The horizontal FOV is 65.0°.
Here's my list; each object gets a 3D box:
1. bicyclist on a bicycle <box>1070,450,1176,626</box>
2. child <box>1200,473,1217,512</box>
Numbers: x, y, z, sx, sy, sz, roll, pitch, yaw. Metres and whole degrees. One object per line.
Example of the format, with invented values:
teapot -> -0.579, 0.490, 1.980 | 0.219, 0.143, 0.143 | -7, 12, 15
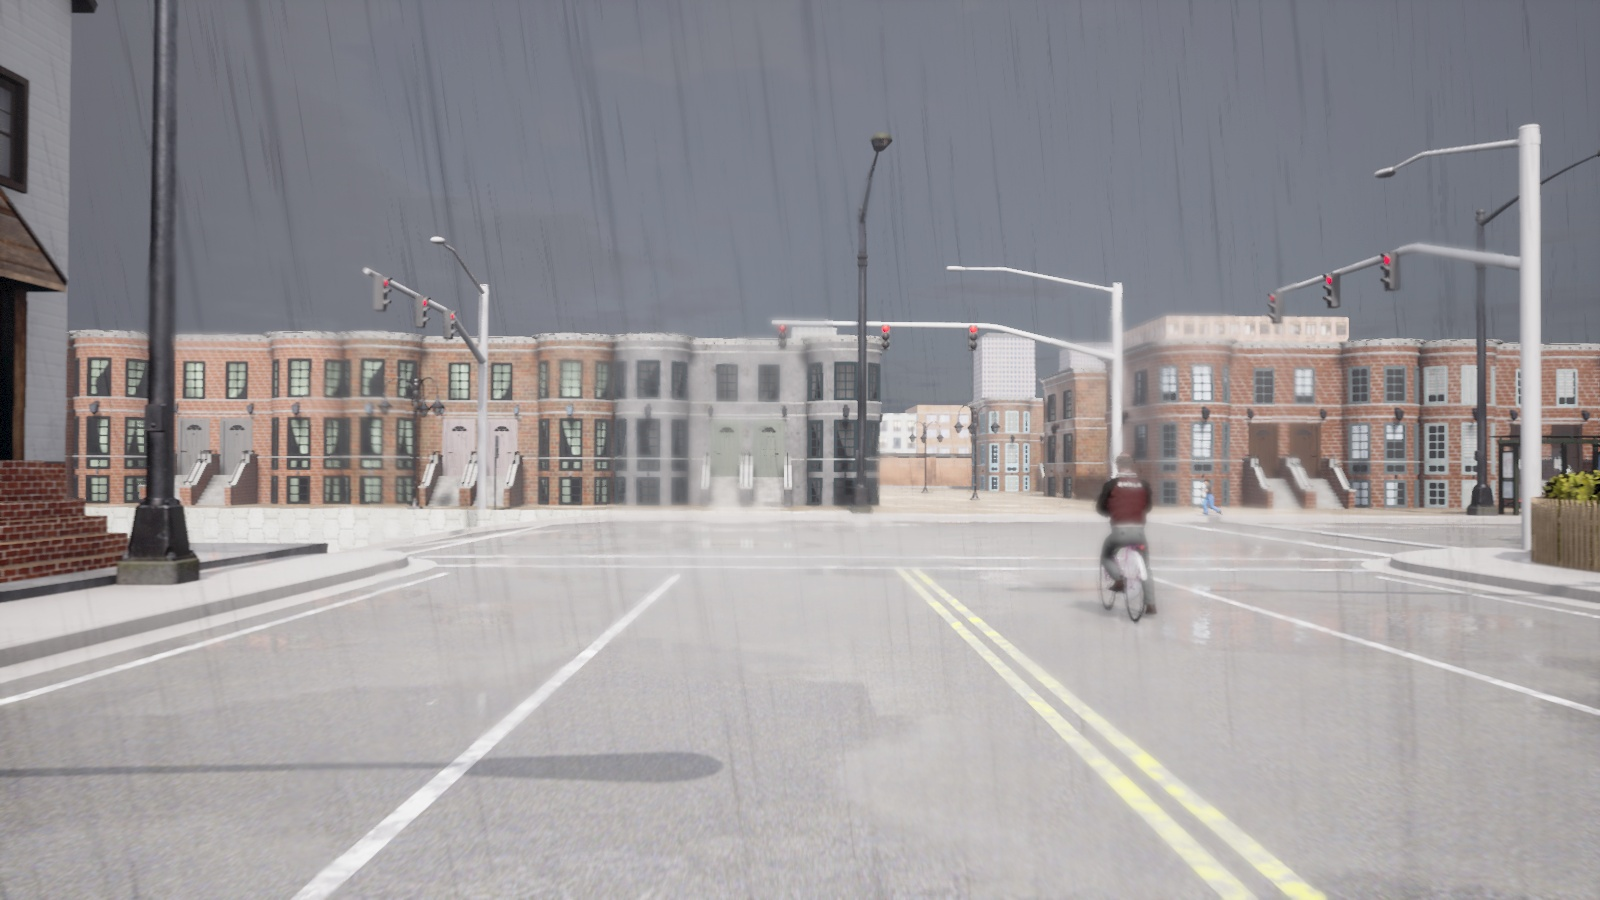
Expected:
bicyclist on a bicycle -> 3.467, 0.900, 13.636 | 0.659, 1.776, 1.843 | 0, -1, 0
child -> 13.308, 1.372, 40.928 | 0.437, 1.263, 0.270 | 0, -1, -1
